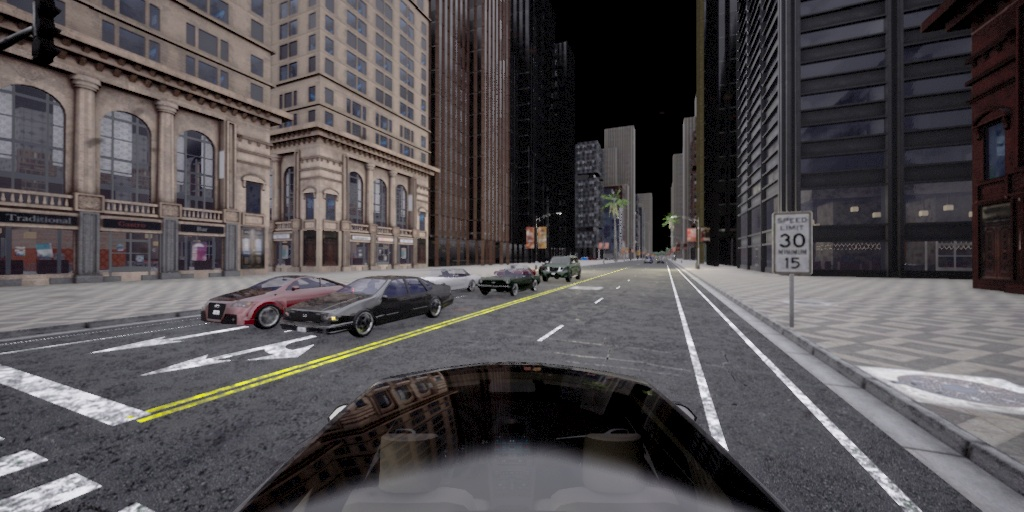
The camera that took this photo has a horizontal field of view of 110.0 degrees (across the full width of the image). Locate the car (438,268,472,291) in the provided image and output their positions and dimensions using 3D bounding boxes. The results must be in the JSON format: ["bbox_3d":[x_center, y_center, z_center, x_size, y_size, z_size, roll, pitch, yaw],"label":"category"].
[{"bbox_3d":[-3.626,1.354,19.398,1.895,1.301,4.718,0,0,23],"label":"car"}]

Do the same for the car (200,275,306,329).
[{"bbox_3d":[-7.057,1.315,11.337,1.994,1.385,4.181,0,0,23],"label":"car"}]

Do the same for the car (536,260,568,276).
[{"bbox_3d":[4.320,1.242,37.935,1.882,1.535,5.008,0,0,24],"label":"car"}]

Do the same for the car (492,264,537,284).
[{"bbox_3d":[0.283,1.358,28.561,1.895,1.301,4.718,0,0,23],"label":"car"}]

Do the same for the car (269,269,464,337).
[{"bbox_3d":[-3.800,1.298,10.698,2.033,1.411,5.357,0,0,23],"label":"car"}]

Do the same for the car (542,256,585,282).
[{"bbox_3d":[4.158,0.980,29.357,2.150,2.045,5.566,0,0,23],"label":"car"}]

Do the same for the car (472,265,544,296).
[{"bbox_3d":[-0.040,1.354,19.519,1.895,1.301,4.718,0,0,23],"label":"car"}]
